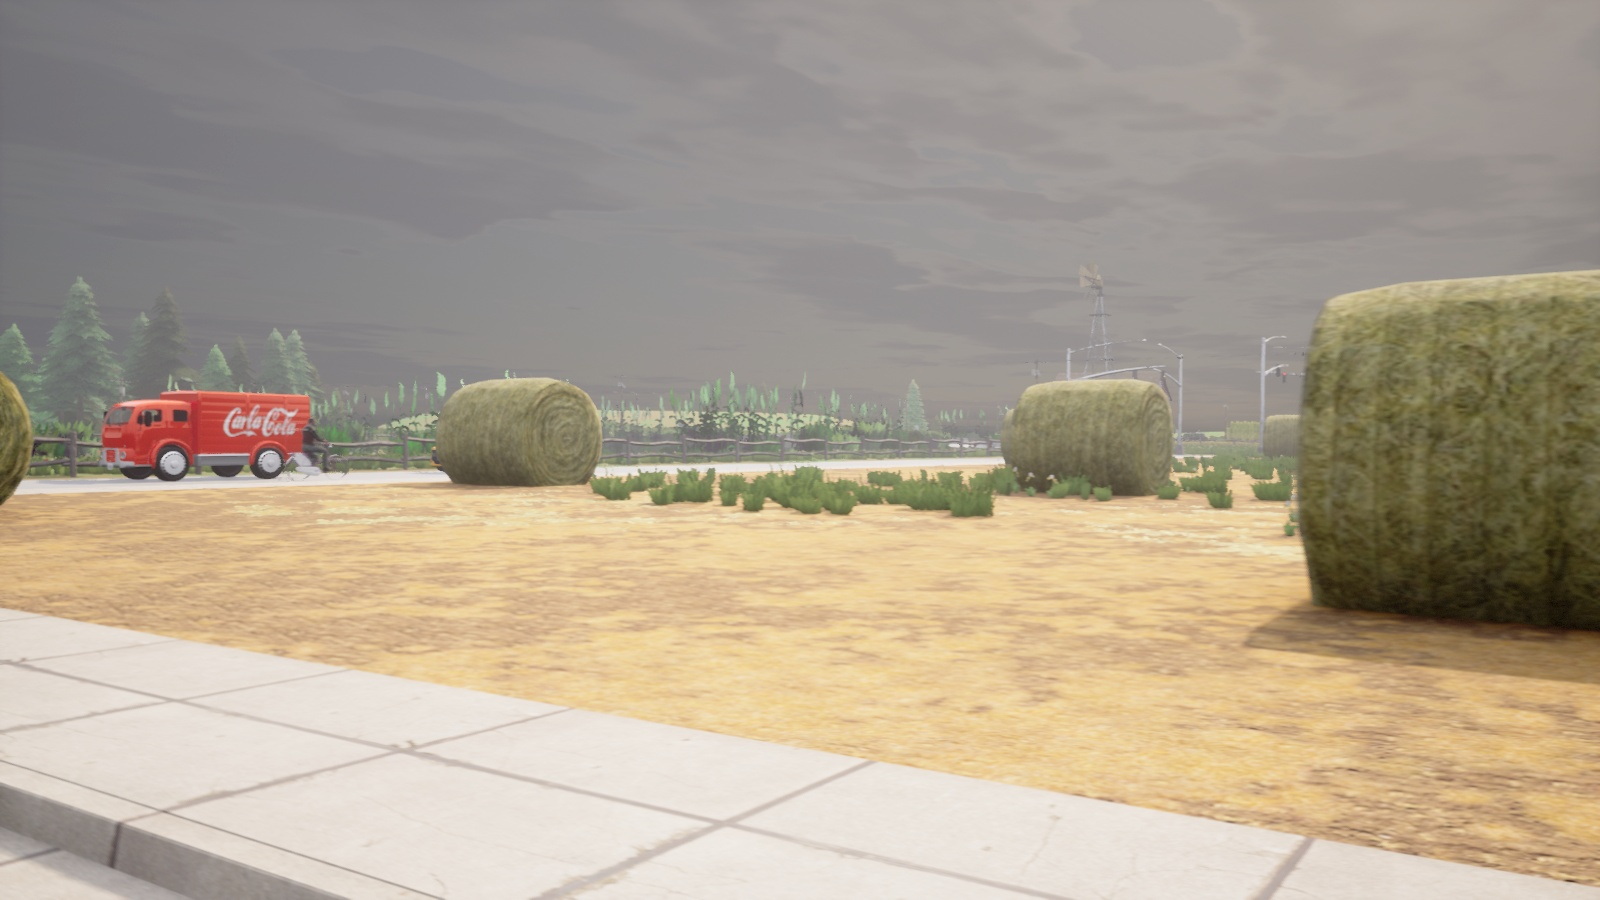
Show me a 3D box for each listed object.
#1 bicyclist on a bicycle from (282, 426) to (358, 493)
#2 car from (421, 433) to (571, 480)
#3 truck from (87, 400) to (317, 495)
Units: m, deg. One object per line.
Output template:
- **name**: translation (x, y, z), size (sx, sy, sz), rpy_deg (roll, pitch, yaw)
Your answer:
- **bicyclist on a bicycle**: translation (-13.108, 0.228, 34.311), size (0.659, 1.776, 1.843), rpy_deg (0, 1, 36)
- **car**: translation (-10.504, 0.184, 43.747), size (1.882, 1.535, 5.008), rpy_deg (0, 1, 36)
- **truck**: translation (-16.701, -0.110, 35.334), size (2.627, 2.467, 5.204), rpy_deg (0, 1, 36)
